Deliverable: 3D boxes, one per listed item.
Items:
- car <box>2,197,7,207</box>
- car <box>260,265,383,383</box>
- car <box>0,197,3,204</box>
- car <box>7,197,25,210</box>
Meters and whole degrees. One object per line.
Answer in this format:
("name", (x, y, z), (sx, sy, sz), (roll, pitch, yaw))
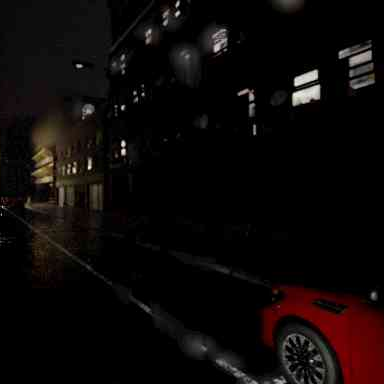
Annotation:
("car", (-29.971, 1.765, 55.346), (1.887, 1.381, 4.507), (0, 0, -32))
("car", (2.835, 1.304, 2.738), (2.192, 1.841, 5.009), (0, 0, -32))
("car", (-41.899, 1.852, 74.477), (2.008, 1.369, 4.403), (0, 0, -32))
("car", (-24.097, 1.706, 45.926), (1.752, 1.417, 4.829), (0, 0, -32))
